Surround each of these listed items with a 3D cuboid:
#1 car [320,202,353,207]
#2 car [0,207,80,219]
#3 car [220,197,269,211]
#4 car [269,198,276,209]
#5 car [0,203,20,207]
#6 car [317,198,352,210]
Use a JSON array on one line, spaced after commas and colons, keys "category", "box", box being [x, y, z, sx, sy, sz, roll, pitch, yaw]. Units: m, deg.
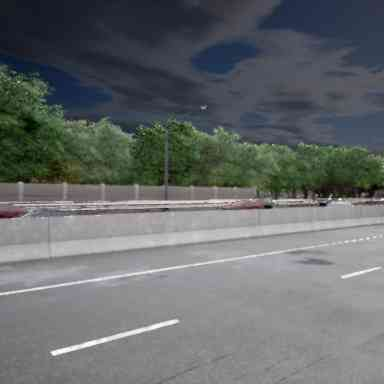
[{"category": "car", "box": [13.483, 1.660, 30.806, 4.674, 1.442, 1.812, 0, 0, -35]}, {"category": "car", "box": [-7.120, 1.565, 16.110, 5.357, 1.411, 2.033, 0, 0, -36]}, {"category": "car", "box": [5.017, 1.585, 33.376, 5.008, 1.535, 1.882, 0, 0, -35]}, {"category": "car", "box": [7.914, 1.490, 39.726, 4.553, 1.767, 2.097, 0, 0, -35]}, {"category": "car", "box": [-14.273, 1.538, 23.905, 4.674, 1.442, 1.812, 0, 0, -36]}, {"category": "car", "box": [18.358, 1.511, 42.791, 4.718, 1.301, 1.895, 0, 0, -36]}]
